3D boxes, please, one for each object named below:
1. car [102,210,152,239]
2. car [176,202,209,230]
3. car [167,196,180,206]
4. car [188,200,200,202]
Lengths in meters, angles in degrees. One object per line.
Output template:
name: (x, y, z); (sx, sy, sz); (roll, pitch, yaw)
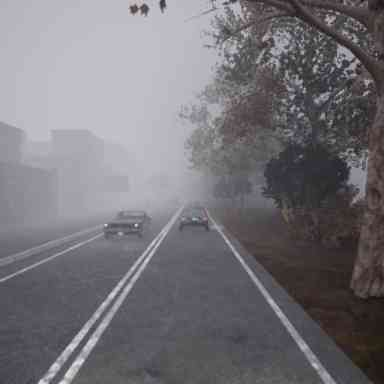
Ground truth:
car: (-3.329, 1.651, 17.762); (1.895, 1.301, 4.718); (0, 0, 0)
car: (0.127, 1.612, 21.601); (2.033, 1.411, 5.357); (0, 0, 0)
car: (-3.186, 1.541, 58.926); (2.097, 1.767, 4.553); (0, 0, 1)
car: (0.175, 1.704, 42.691); (1.994, 1.385, 4.181); (0, 0, 0)
